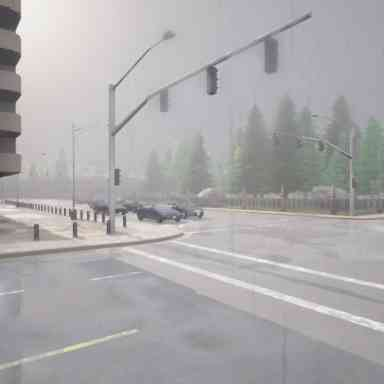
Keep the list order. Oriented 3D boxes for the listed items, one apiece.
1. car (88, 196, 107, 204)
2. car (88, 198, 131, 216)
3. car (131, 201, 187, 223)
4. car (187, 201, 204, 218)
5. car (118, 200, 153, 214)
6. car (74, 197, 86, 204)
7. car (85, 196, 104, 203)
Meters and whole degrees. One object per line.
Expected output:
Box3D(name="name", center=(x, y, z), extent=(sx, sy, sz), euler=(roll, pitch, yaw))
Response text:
Box3D(name="car", center=(-18.764, 1.546, 66.003), extent=(2.128, 1.511, 4.902), euler=(0, 0, -36))
Box3D(name="car", center=(-8.429, 1.602, 33.966), extent=(2.033, 1.411, 5.357), euler=(0, 0, -36))
Box3D(name="car", center=(-2.722, 1.581, 26.259), extent=(1.812, 1.442, 4.674), euler=(0, 0, -38))
Box3D(name="car", center=(-0.920, 1.546, 29.683), extent=(2.128, 1.511, 4.902), euler=(0, 0, -36))
Box3D(name="car", center=(-6.396, 1.656, 37.109), extent=(1.895, 1.301, 4.718), euler=(0, 0, -36))
Box3D(name="car", center=(-20.834, 1.656, 62.913), extent=(1.895, 1.301, 4.718), euler=(0, 0, -36))
Box3D(name="car", center=(-12.499, 1.656, 45.399), extent=(1.895, 1.301, 4.718), euler=(0, 0, -36))
